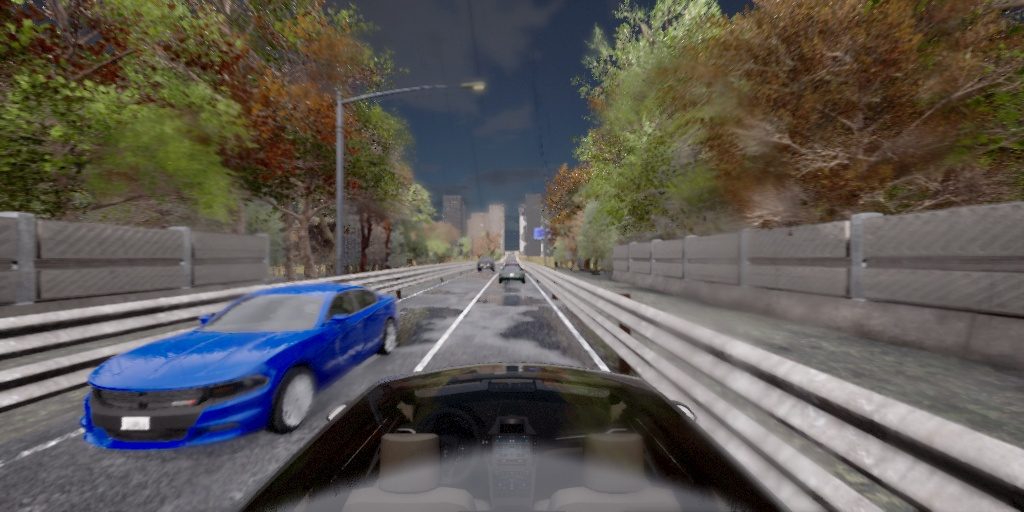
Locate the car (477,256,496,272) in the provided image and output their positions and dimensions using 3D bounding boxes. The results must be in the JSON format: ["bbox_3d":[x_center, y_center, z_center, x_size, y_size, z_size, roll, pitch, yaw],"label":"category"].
[{"bbox_3d":[-3.323,1.041,46.976,2.150,2.045,5.566,0,-1,0],"label":"car"}]

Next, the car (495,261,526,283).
[{"bbox_3d":[0.006,1.257,26.803,1.994,1.385,4.181,0,0,0],"label":"car"}]

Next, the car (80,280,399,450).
[{"bbox_3d":[-3.349,1.204,5.690,1.882,1.535,5.008,0,0,0],"label":"car"}]
